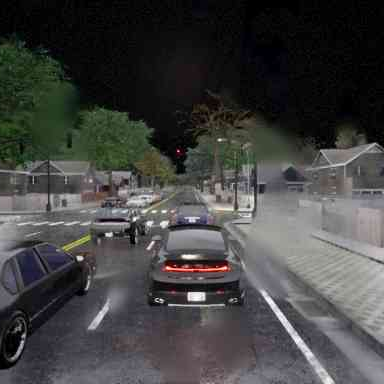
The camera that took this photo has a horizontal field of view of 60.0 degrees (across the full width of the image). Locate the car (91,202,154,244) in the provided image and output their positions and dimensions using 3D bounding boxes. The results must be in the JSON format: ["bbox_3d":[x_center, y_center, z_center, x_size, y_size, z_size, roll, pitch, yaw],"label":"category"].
[{"bbox_3d":[-3.236,1.440,15.378,2.128,1.511,4.902,0,0,0],"label":"car"}]

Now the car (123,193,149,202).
[{"bbox_3d":[-6.824,1.255,41.012,1.812,1.442,4.674,0,1,0],"label":"car"}]

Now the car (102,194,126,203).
[{"bbox_3d":[-10.089,1.283,42.090,1.994,1.385,4.181,0,1,0],"label":"car"}]

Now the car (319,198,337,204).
[{"bbox_3d":[12.416,1.268,30.835,4.674,1.442,1.812,0,1,-3],"label":"car"}]

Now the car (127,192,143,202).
[{"bbox_3d":[-10.168,0.844,59.479,2.097,1.767,4.553,0,1,0],"label":"car"}]

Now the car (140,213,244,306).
[{"bbox_3d":[0.062,1.490,7.969,1.837,1.490,4.892,0,0,0],"label":"car"}]

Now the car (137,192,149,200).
[{"bbox_3d":[-10.152,0.831,69.151,1.994,1.385,4.181,0,1,0],"label":"car"}]

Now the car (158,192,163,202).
[{"bbox_3d":[-6.920,0.823,60.578,2.097,1.767,4.553,0,1,0],"label":"car"}]

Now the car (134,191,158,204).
[{"bbox_3d":[-6.881,0.853,50.689,2.150,2.045,5.566,0,1,0],"label":"car"}]

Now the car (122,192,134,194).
[{"bbox_3d":[-10.131,0.982,50.778,2.097,1.767,4.553,0,1,0],"label":"car"}]

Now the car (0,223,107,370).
[{"bbox_3d":[-3.173,1.539,5.624,2.033,1.411,5.357,0,0,0],"label":"car"}]

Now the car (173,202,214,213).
[{"bbox_3d":[0.072,1.290,17.035,2.097,1.767,4.553,0,0,2],"label":"car"}]
